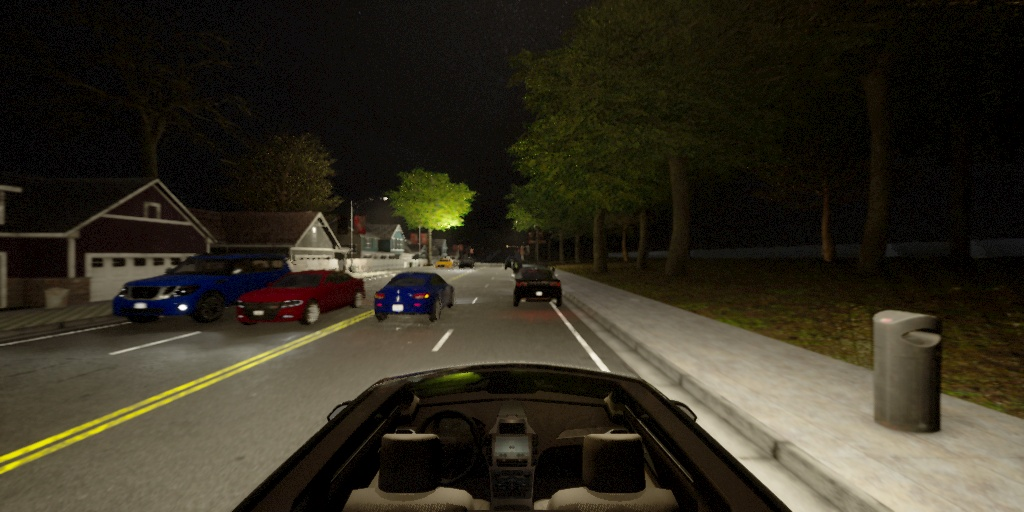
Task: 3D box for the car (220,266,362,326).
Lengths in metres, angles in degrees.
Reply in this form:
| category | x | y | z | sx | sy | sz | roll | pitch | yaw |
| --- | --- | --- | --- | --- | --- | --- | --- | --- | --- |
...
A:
| category | x | y | z | sx | sy | sz | roll | pitch | yaw |
| --- | --- | --- | --- | --- | --- | --- | --- | --- | --- |
| car | -6.595 | 1.200 | 11.831 | 1.882 | 1.535 | 5.008 | 0 | 0 | 0 |

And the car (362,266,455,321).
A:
| category | x | y | z | sx | sy | sz | roll | pitch | yaw |
| --- | --- | --- | --- | --- | --- | --- | --- | --- | --- |
| car | -3.143 | 1.246 | 12.176 | 1.812 | 1.442 | 4.674 | 0 | 0 | 0 |

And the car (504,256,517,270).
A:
| category | x | y | z | sx | sy | sz | roll | pitch | yaw |
| --- | --- | --- | --- | --- | --- | --- | --- | --- | --- |
| car | 0.034 | 1.029 | 50.420 | 2.097 | 1.767 | 4.553 | 0 | 0 | 0 |

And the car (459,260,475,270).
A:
| category | x | y | z | sx | sy | sz | roll | pitch | yaw |
| --- | --- | --- | --- | --- | --- | --- | --- | --- | --- |
| car | -6.551 | 1.288 | 52.032 | 1.895 | 1.301 | 4.718 | 0 | 0 | 0 |

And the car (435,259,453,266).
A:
| category | x | y | z | sx | sy | sz | roll | pitch | yaw |
| --- | --- | --- | --- | --- | --- | --- | --- | --- | --- |
| car | -9.803 | 1.164 | 51.910 | 1.882 | 1.535 | 5.008 | 0 | 0 | 0 |

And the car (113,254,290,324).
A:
| category | x | y | z | sx | sy | sz | roll | pitch | yaw |
| --- | --- | --- | --- | --- | --- | --- | --- | --- | --- |
| car | -9.844 | 0.940 | 12.256 | 2.150 | 2.045 | 5.566 | 0 | 0 | 0 |

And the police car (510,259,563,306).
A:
| category | x | y | z | sx | sy | sz | roll | pitch | yaw |
| --- | --- | --- | --- | --- | --- | --- | --- | --- | --- |
| police car | 0.980 | 1.128 | 15.527 | 1.930 | 1.638 | 5.238 | 0 | 0 | 0 |
